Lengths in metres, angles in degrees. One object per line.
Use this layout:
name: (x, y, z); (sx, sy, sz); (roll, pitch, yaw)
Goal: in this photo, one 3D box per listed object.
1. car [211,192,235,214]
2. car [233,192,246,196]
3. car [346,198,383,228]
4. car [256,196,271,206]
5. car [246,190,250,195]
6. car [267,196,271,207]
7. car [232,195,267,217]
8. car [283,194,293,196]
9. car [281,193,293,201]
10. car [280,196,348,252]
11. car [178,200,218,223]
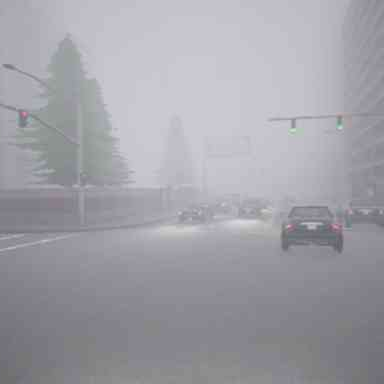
car: (2.754, 1.215, 33.846); (2.097, 1.767, 4.553); (-1, 0, 15)
car: (5.251, 1.019, 42.922); (2.150, 2.045, 5.566); (-1, 0, 16)
car: (10.221, 1.151, 20.531); (2.097, 1.767, 4.553); (-1, 0, 15)
car: (10.557, 1.302, 48.925); (1.895, 1.301, 4.718); (-1, 0, 15)
car: (8.079, 0.945, 53.184); (2.150, 2.045, 5.566); (-1, 0, 15)
car: (7.841, 1.336, 39.163); (1.994, 1.385, 4.181); (-1, 0, 15)
car: (5.231, 1.332, 29.627); (2.128, 1.511, 4.902); (-1, 0, 15)
car: (15.712, 1.135, 54.195); (1.812, 1.442, 4.674); (-1, 0, 15)
car: (18.852, 1.041, 66.179); (2.128, 1.511, 4.902); (-1, 0, 15)
car: (4.712, 1.225, 13.589); (2.097, 1.767, 4.553); (-1, 0, 15)
car: (0.423, 1.525, 25.264); (1.895, 1.301, 4.718); (-1, 0, 15)
